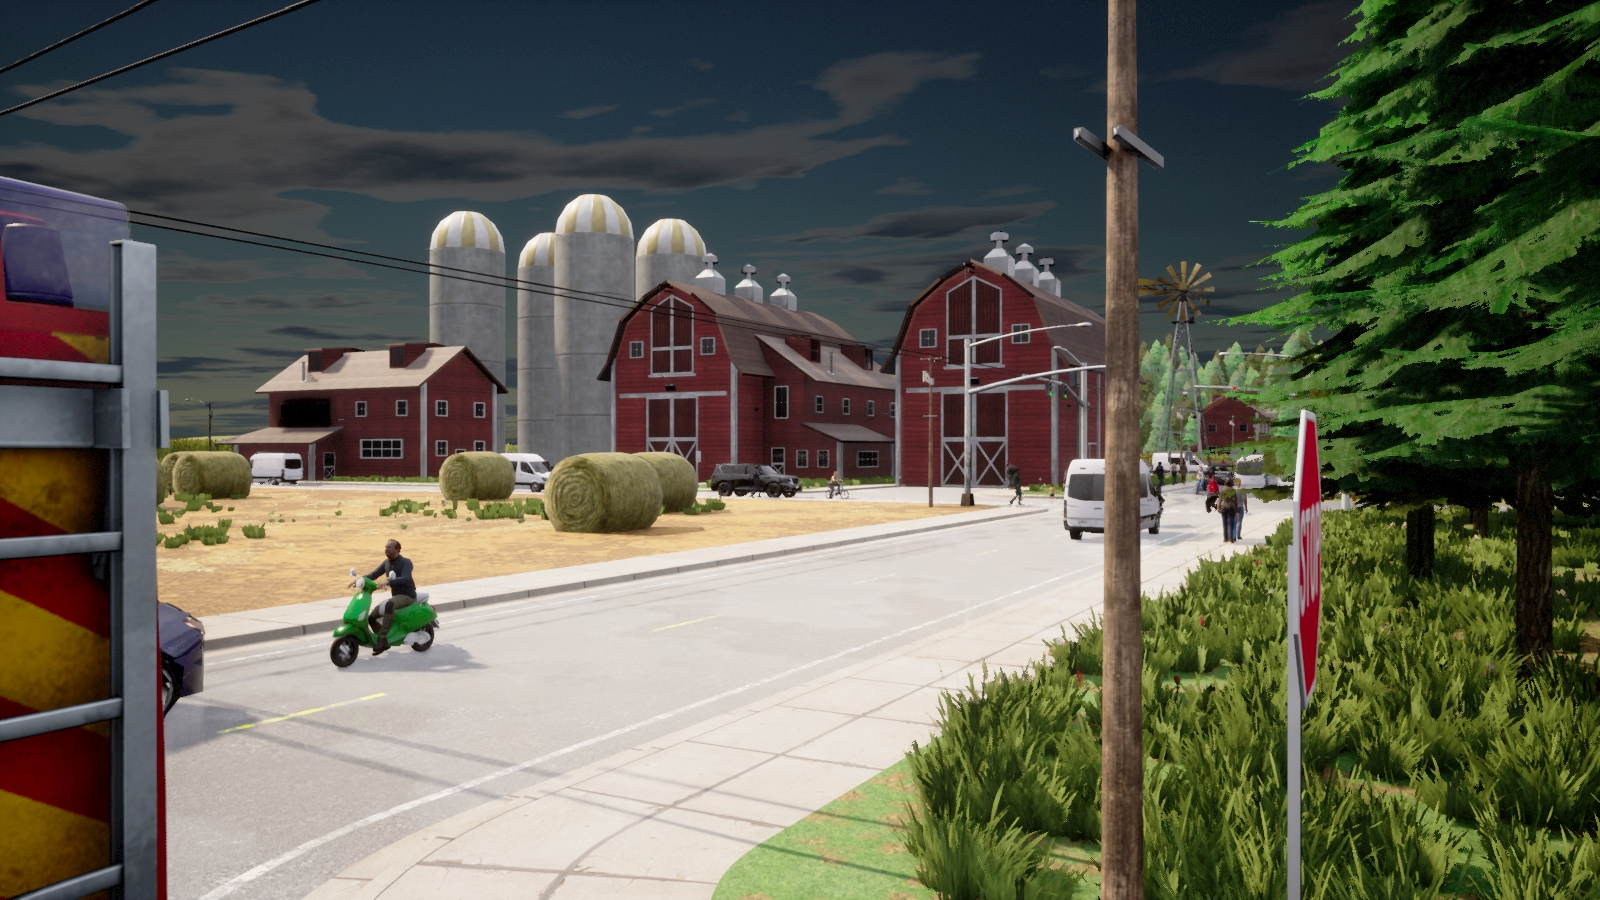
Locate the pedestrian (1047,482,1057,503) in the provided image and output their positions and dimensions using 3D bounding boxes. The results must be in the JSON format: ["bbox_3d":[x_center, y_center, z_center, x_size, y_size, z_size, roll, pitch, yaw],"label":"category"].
[{"bbox_3d":[13.123,2.205,59.490,0.500,1.100,0.500,0,0,16],"label":"pedestrian"}]

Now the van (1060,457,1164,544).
[{"bbox_3d":[10.291,1.534,37.303,1.988,2.561,5.915,0,0,28],"label":"van"}]

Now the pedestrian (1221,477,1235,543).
[{"bbox_3d":[12.216,1.695,32.607,0.375,1.860,0.375,0,0,23],"label":"pedestrian"}]

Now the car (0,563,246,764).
[{"bbox_3d":[-8.079,2.059,10.777,2.163,1.488,4.792,0,0,27],"label":"car"}]

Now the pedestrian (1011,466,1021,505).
[{"bbox_3d":[10.321,1.680,54.695,0.375,1.860,0.375,0,0,28],"label":"pedestrian"}]

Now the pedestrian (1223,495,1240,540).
[{"bbox_3d":[12.635,1.976,33.456,0.375,1.300,0.375,0,0,42],"label":"pedestrian"}]

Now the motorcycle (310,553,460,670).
[{"bbox_3d":[-5.598,2.142,15.514,0.856,1.316,1.805,0,0,29],"label":"motorcycle"}]

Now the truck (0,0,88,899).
[{"bbox_3d":[-6.222,0.863,3.432,8.468,3.827,2.891,0,0,26],"label":"truck"}]

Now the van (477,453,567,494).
[{"bbox_3d":[-18.382,1.495,75.433,5.915,2.561,1.988,0,1,27],"label":"van"}]

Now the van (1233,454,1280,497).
[{"bbox_3d":[28.706,1.534,71.709,1.988,2.561,5.915,0,0,29],"label":"van"}]

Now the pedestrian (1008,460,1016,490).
[{"bbox_3d":[13.200,1.550,71.244,0.375,1.860,0.375,0,0,-8],"label":"pedestrian"}]

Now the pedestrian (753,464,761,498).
[{"bbox_3d":[-2.319,1.671,61.950,0.375,1.860,0.375,0,0,-13],"label":"pedestrian"}]

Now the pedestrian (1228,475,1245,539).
[{"bbox_3d":[12.996,1.694,34.047,0.375,1.860,0.375,0,0,40],"label":"pedestrian"}]

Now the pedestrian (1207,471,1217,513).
[{"bbox_3d":[18.266,1.848,50.685,0.375,1.860,0.375,0,0,28],"label":"pedestrian"}]

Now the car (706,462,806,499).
[{"bbox_3d":[-2.619,1.752,67.214,5.566,2.045,2.150,0,0,28],"label":"car"}]

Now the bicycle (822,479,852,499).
[{"bbox_3d":[2.098,2.220,64.753,1.487,1.080,0.859,0,0,28],"label":"bicycle"}]
